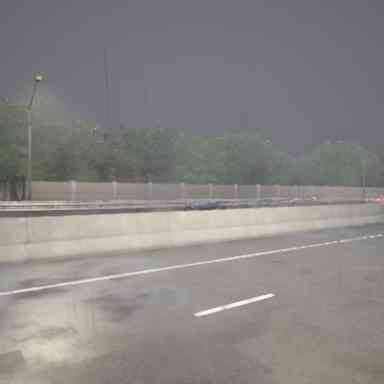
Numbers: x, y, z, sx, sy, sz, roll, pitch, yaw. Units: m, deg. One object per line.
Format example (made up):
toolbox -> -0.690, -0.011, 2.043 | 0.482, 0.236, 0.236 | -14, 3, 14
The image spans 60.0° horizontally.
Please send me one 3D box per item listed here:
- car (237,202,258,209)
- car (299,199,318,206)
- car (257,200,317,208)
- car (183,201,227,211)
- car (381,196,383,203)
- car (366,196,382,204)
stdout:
car -> 5.825, 1.569, 29.630 | 4.181, 1.385, 1.994 | 0, 0, -35
car -> 15.120, 1.572, 44.865 | 4.181, 1.385, 1.994 | 0, 0, -36
car -> 7.644, 1.569, 26.629 | 4.181, 1.385, 1.994 | 0, 0, -35
car -> 1.339, 1.606, 35.029 | 4.718, 1.301, 1.895 | 0, 0, -35
car -> 28.972, 1.560, 46.115 | 5.357, 1.411, 2.033 | 0, 0, -35
car -> 31.479, 1.400, 56.517 | 4.553, 1.767, 2.097 | 0, 0, -36
